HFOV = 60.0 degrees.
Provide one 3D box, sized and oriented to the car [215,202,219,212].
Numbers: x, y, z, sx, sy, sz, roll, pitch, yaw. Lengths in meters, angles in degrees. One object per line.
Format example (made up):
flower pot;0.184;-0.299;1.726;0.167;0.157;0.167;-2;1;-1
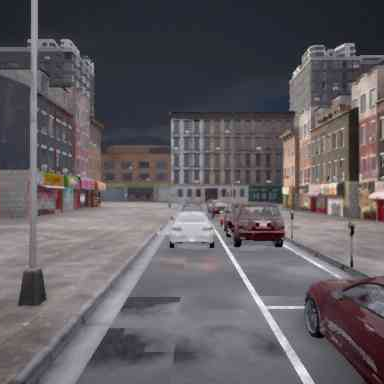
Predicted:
car;2.644;1.555;20.250;1.887;1.381;4.507;0;0;0

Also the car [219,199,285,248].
car;2.647;1.320;14.746;2.192;1.841;5.009;0;0;0

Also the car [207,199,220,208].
car;2.644;1.566;31.257;1.887;1.381;4.507;0;0;0

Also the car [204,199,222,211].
car;2.644;1.586;42.265;2.008;1.369;4.403;0;0;0

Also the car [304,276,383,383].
car;2.645;1.582;3.739;1.802;1.307;4.206;0;0;0

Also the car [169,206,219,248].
car;0.000;1.540;14.650;1.812;1.442;4.674;0;0;0

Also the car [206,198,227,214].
car;2.645;1.468;36.761;1.967;1.590;4.097;0;0;0

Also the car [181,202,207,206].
car;0.000;1.593;29.651;1.994;1.385;4.181;0;0;0
